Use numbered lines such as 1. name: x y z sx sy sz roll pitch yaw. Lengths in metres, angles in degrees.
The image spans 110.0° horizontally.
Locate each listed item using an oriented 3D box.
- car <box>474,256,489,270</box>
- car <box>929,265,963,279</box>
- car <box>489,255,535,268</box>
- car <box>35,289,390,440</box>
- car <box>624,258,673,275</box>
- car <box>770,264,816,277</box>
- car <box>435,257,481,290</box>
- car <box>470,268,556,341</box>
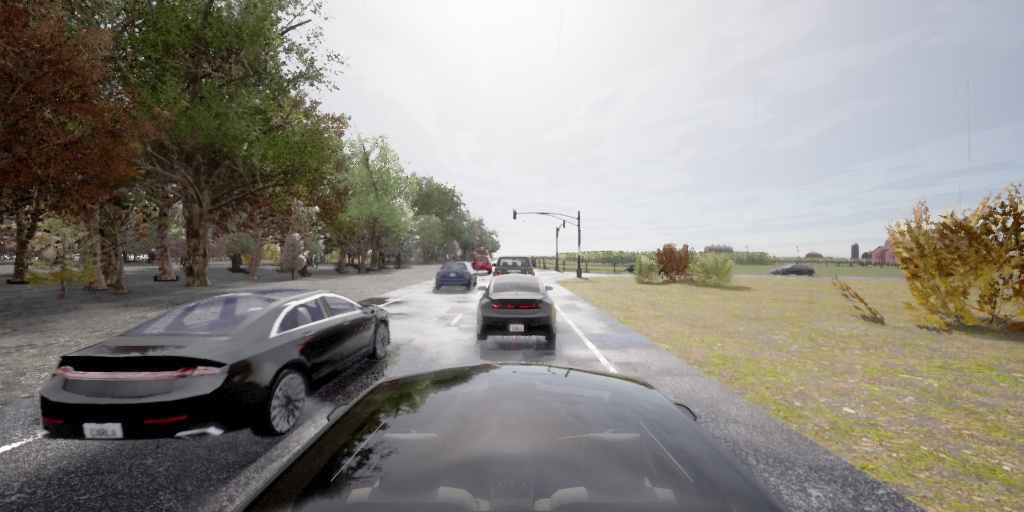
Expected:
1. car: -3.395 0.977 41.337 2.150 2.045 5.566 0 0 0
2. car: 48.936 1.805 39.221 4.674 1.442 1.812 1 -1 0
3. car: 0.104 0.974 19.810 2.150 2.045 5.566 0 0 0
4. car: -3.400 1.242 5.408 2.128 1.511 4.902 0 0 0
5. car: 16.457 1.205 43.045 5.566 2.045 2.150 0 -1 2
6. car: 33.569 1.696 42.886 4.674 1.442 1.812 1 -1 0
7. car: -3.397 1.107 22.657 2.097 1.767 4.553 0 0 0
8. car: 0.101 1.256 9.895 1.837 1.490 4.892 0 0 0
